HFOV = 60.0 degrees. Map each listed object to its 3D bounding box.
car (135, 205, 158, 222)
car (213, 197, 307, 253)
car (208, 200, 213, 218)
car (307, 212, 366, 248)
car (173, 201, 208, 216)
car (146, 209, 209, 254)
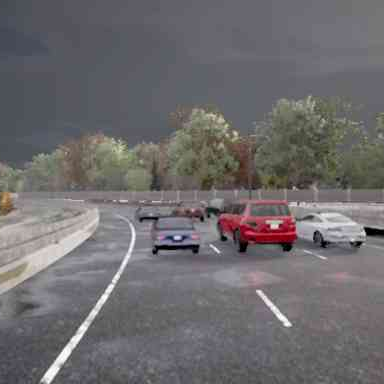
[{"bbox_3d":[-3.911,1.847,29.419,1.994,1.385,4.181,0,-1,-16],"label":"car"},{"bbox_3d":[2.643,1.354,14.672,2.150,2.045,5.566,0,0,-7],"label":"car"},{"bbox_3d":[2.912,1.509,31.032,2.150,2.045,5.566,0,0,-15],"label":"car"},{"bbox_3d":[6.060,1.668,15.482,1.812,1.442,4.674,0,0,-8],"label":"car"},{"bbox_3d":[-0.480,1.637,30.159,2.097,1.767,4.553,0,-1,-16],"label":"car"},{"bbox_3d":[-0.826,1.683,14.206,2.033,1.411,5.357,0,-1,-7],"label":"car"}]
